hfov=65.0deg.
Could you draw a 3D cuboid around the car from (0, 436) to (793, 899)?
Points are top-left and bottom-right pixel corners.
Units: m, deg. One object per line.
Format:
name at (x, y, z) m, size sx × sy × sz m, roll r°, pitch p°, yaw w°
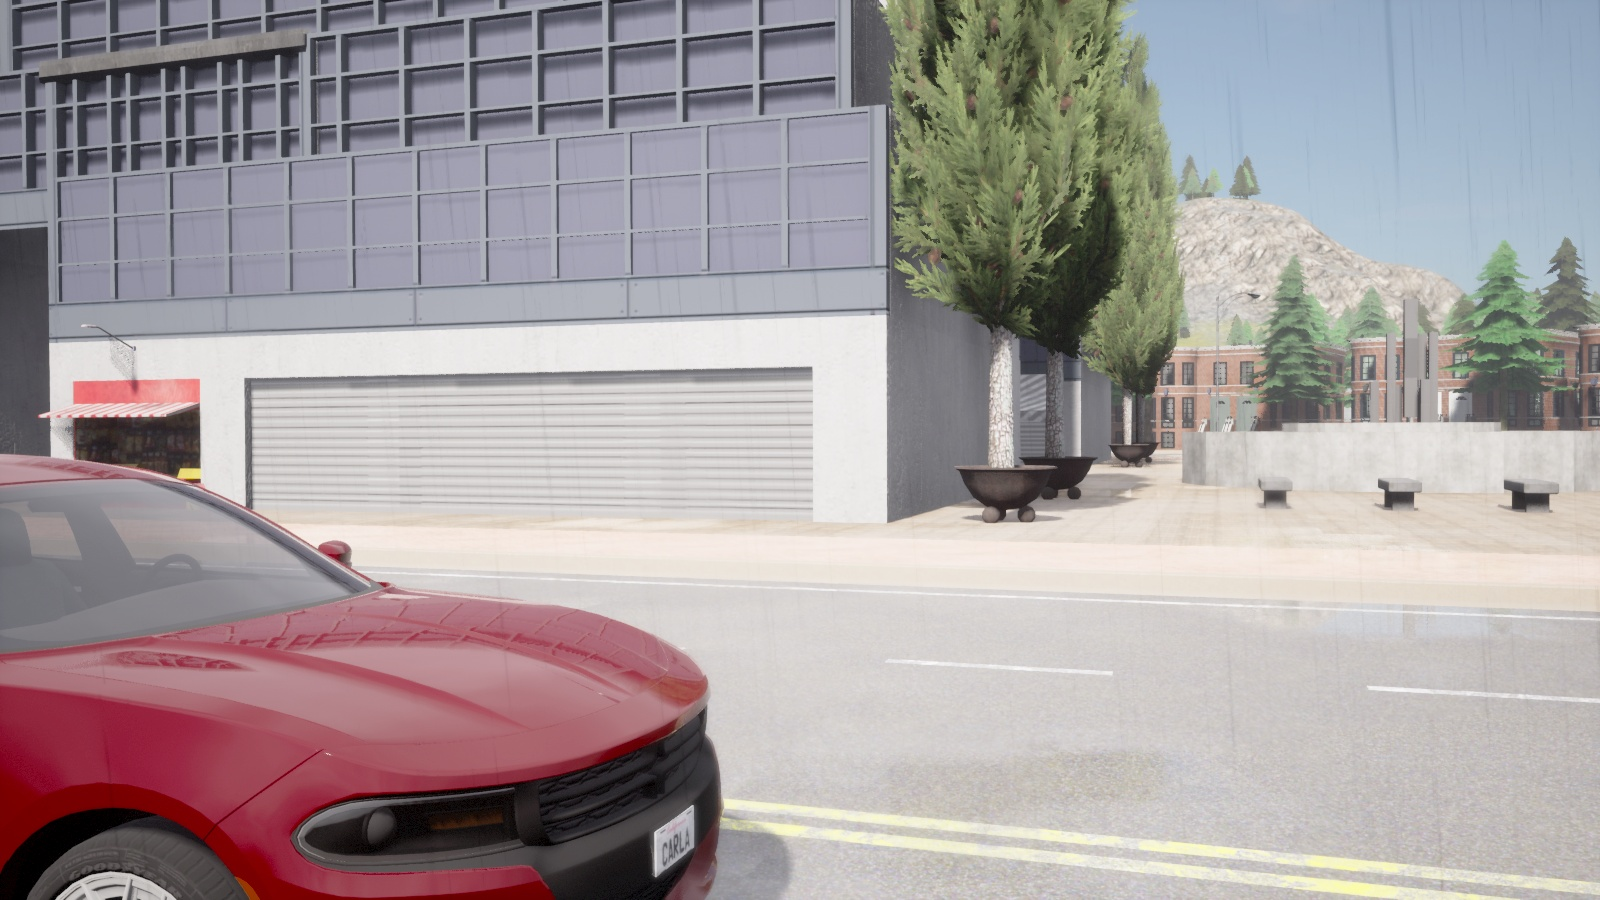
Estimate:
car at (-2.701, 0.729, 4.093) m, size 5.008 × 1.535 × 1.882 m, roll 1°, pitch 1°, yaw 19°
